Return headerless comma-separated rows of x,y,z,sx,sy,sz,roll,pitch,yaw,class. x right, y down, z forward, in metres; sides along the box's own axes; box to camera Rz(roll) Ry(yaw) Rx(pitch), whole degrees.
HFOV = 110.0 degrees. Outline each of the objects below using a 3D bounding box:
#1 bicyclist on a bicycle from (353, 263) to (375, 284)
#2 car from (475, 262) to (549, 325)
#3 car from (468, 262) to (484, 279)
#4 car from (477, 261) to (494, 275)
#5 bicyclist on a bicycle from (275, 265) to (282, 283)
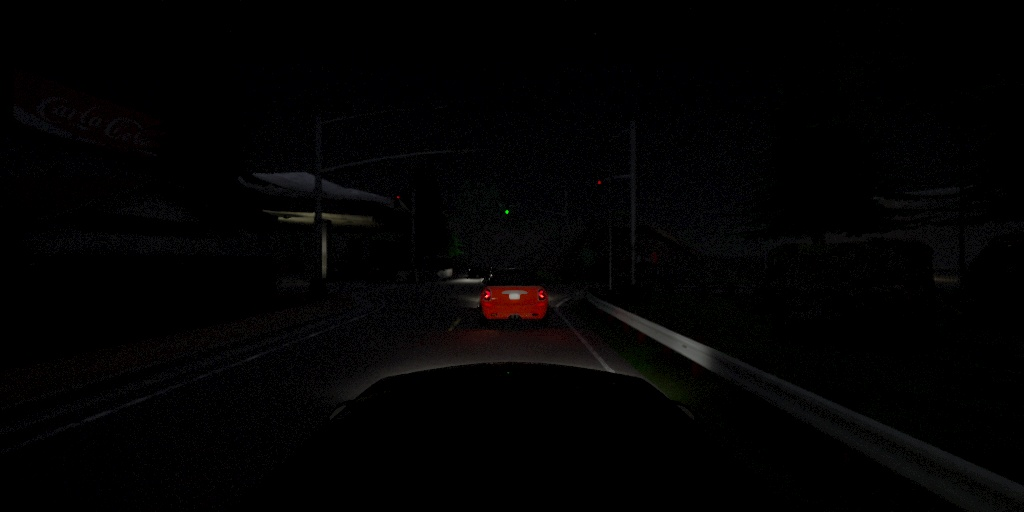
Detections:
-11.770,1.396,28.531,1.656,1.620,0.582,1,-3,-19,bicyclist on a bicycle
0.034,1.223,12.533,2.097,1.767,4.553,0,-1,-1,car
-3.592,1.522,39.311,2.097,1.767,4.553,0,-1,0,car
-3.590,1.635,49.355,2.097,1.767,4.553,0,-1,0,car
-20.586,1.534,31.344,1.656,1.620,0.582,-1,-1,39,bicyclist on a bicycle
